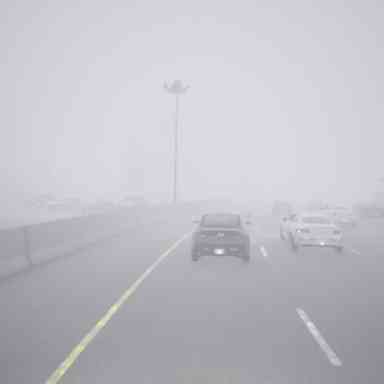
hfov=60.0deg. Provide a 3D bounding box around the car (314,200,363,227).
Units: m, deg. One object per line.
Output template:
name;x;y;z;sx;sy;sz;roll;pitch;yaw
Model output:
car;10.052;1.557;23.197;1.812;1.442;4.674;1;0;12

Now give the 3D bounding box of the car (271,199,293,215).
car;8.859;1.469;32.892;2.128;1.511;4.902;1;0;16

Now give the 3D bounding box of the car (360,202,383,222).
car;14.712;1.549;27.827;1.882;1.535;5.008;1;0;14

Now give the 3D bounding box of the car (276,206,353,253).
car;4.839;1.530;13.846;1.812;1.442;4.674;1;0;8

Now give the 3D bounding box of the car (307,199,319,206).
car;14.589;1.570;39.481;2.033;1.411;5.357;1;0;19

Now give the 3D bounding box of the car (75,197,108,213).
car;-9.325;1.360;33.471;1.895;1.301;4.718;1;0;14

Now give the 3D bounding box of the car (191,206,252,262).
car;1.074;1.469;12.042;1.837;1.490;4.892;1;0;7

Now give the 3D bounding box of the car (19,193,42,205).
car;-16.095;0.873;35.228;1.837;1.490;4.892;1;0;14

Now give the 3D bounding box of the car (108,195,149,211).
car;-5.916;1.148;32.663;2.097;1.767;4.553;1;0;14

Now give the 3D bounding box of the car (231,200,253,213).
car;4.437;1.459;30.004;1.812;1.442;4.674;1;0;14

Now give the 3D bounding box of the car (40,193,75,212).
car;-12.798;1.181;33.995;1.882;1.535;5.008;1;0;14
